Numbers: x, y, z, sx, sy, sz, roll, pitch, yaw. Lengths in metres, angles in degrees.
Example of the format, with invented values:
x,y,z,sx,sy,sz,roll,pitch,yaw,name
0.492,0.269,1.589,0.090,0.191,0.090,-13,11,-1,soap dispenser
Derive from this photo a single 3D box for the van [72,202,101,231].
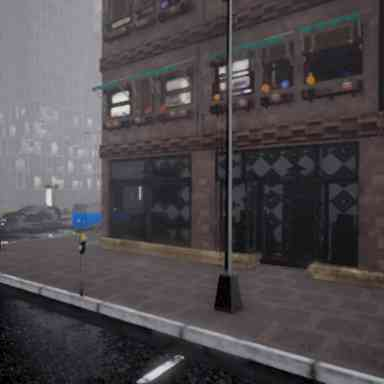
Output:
x,y,z,sx,sy,sz,roll,pitch,yaw,name
-5.854,1.521,21.813,1.690,1.788,3.998,1,0,35,van

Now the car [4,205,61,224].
x,y,z,sx,sy,sz,roll,pitch,yaw,name
-12.679,1.696,26.680,1.947,1.339,4.313,1,0,35,car
